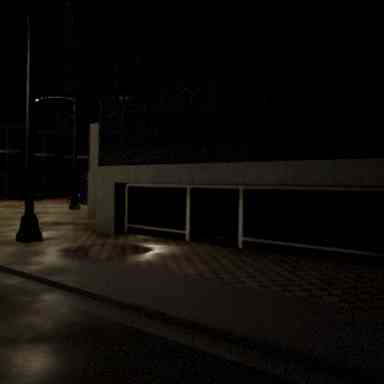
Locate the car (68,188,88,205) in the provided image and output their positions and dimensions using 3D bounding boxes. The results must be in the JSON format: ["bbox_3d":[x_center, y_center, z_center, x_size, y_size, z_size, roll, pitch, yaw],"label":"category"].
[{"bbox_3d":[-12.737,0.474,41.907,2.150,2.045,5.566,2,1,36],"label":"car"}]
